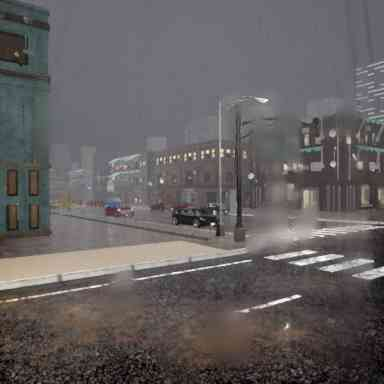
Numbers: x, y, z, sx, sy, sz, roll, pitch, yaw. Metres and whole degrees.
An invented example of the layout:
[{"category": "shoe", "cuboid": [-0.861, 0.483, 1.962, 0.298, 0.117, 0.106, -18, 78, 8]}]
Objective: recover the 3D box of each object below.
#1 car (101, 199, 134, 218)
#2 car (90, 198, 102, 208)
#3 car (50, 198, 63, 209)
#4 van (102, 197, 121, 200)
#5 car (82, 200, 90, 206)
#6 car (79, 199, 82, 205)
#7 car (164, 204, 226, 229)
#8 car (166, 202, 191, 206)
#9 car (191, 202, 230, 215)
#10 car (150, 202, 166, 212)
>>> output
[{"category": "car", "cuboid": [-7.787, 1.846, 35.533, 1.967, 1.590, 4.097, -1, 0, -35]}, {"category": "car", "cuboid": [-16.942, 1.939, 62.965, 2.192, 1.841, 5.009, -1, 0, -35]}, {"category": "car", "cuboid": [-23.677, 2.232, 57.983, 1.752, 1.417, 4.829, -1, 0, -35]}, {"category": "van", "cuboid": [-13.743, 1.906, 58.447, 1.690, 1.788, 3.998, -1, 0, -35]}, {"category": "car", "cuboid": [-20.134, 2.227, 67.483, 1.887, 1.381, 4.507, -1, 0, -35]}, {"category": "car", "cuboid": [-26.530, 2.364, 76.519, 1.947, 1.339, 4.313, -1, 0, -35]}, {"category": "car", "cuboid": [0.134, 1.814, 24.137, 1.947, 1.339, 4.313, -1, 0, -35]}, {"category": "car", "cuboid": [-0.945, 1.903, 40.377, 1.802, 1.307, 4.206, -2, 0, -35]}, {"category": "car", "cuboid": [2.252, 1.809, 35.859, 2.008, 1.369, 4.403, -2, 0, -35]}, {"category": "car", "cuboid": [-4.142, 1.966, 44.894, 1.802, 1.307, 4.206, -1, 0, -35]}]
